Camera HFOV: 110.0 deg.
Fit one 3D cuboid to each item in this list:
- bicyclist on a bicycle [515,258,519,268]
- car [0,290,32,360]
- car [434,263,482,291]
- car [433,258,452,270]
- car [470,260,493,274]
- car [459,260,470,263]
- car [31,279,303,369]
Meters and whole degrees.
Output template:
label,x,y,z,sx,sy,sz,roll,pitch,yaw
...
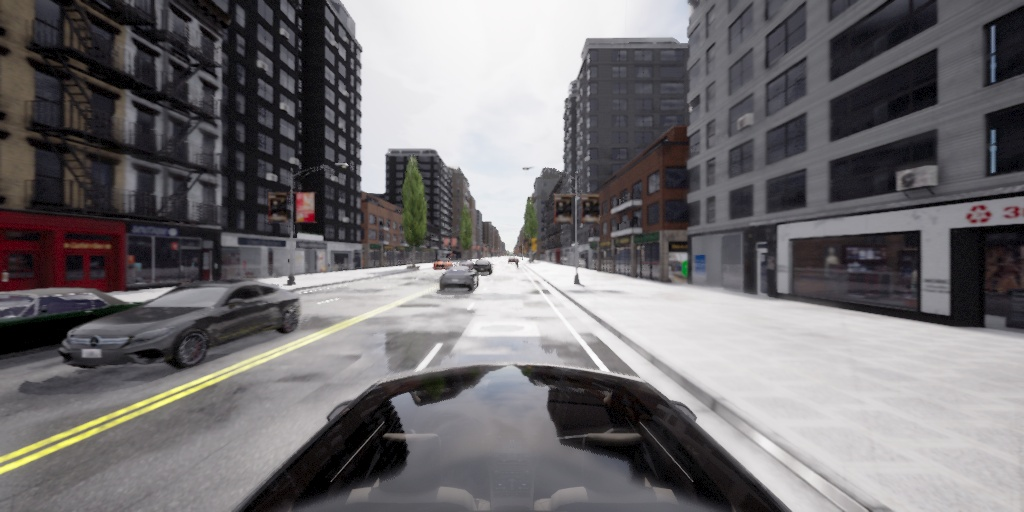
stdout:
label,x,y,z,sx,sy,sz,roll,pitch,yaw
bicyclist on a bicycle,0.890,1.169,58.032,0.582,1.620,1.656,0,0,0
car,-9.850,1.351,7.067,1.895,1.301,4.718,0,0,0
car,-3.152,1.314,21.915,1.994,1.385,4.181,0,0,0
car,-9.815,1.077,51.005,2.097,1.767,4.553,0,0,0
car,-3.152,1.216,40.022,1.882,1.535,5.008,0,0,0
car,-6.565,1.288,51.311,1.994,1.385,4.181,0,0,0
car,-6.599,1.276,7.962,1.812,1.442,4.674,0,0,0
